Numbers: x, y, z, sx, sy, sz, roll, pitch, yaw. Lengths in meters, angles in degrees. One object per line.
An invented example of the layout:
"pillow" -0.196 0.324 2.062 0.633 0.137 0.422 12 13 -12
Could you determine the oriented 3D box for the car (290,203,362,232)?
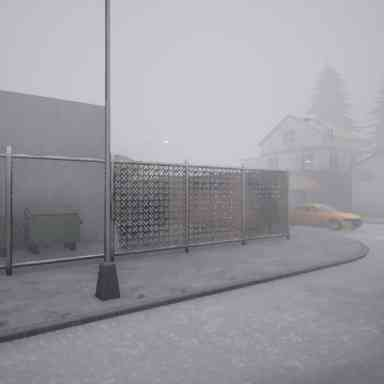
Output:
"car" 7.745 1.478 20.404 1.882 1.535 5.008 0 0 -35
